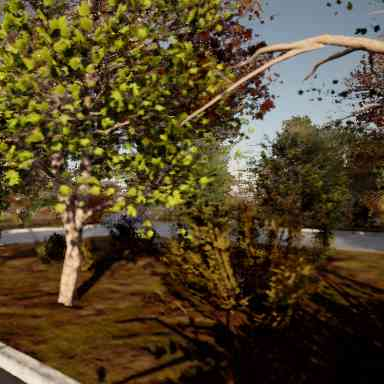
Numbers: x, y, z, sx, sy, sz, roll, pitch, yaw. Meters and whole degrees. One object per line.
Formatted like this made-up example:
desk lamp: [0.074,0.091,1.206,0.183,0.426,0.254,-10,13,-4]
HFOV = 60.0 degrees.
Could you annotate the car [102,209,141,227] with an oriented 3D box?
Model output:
car: [-5.725,2.214,29.424,2.097,1.767,4.553,-2,-3,35]

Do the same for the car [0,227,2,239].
car: [-10.931,1.758,15.023,2.128,1.511,4.902,-1,-3,14]
